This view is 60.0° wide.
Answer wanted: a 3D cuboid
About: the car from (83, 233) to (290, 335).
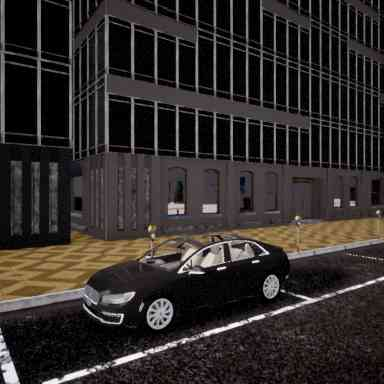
[{"bbox_3d":[0.113,1.551,6.639,4.403,1.369,2.008,0,0,-35],"label":"car"}]
